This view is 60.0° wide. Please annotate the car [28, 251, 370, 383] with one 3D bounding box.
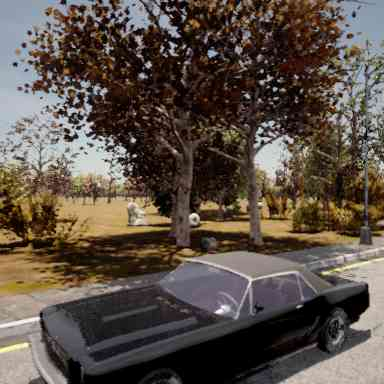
[{"bbox_3d":[0.409,1.611,4.602,4.718,1.301,1.895,0,0,-36],"label":"car"}]
